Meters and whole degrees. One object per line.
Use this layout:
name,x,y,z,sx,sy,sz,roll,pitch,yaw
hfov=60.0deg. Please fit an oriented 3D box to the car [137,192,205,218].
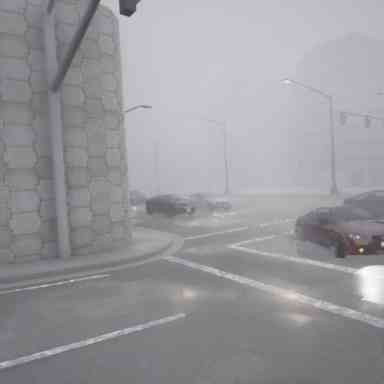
car,-1.640,0.936,23.922,2.128,1.511,4.902,-5,3,-35

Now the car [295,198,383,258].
car,5.026,1.149,10.931,1.994,1.385,4.181,-3,2,-6

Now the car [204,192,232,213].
car,1.088,0.734,26.119,1.812,1.442,4.674,-5,3,-35

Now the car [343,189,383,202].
car,9.793,0.616,16.038,4.902,1.511,2.128,-2,3,36

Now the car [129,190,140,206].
car,-6.523,0.560,36.878,2.097,1.767,4.553,-5,2,-35
